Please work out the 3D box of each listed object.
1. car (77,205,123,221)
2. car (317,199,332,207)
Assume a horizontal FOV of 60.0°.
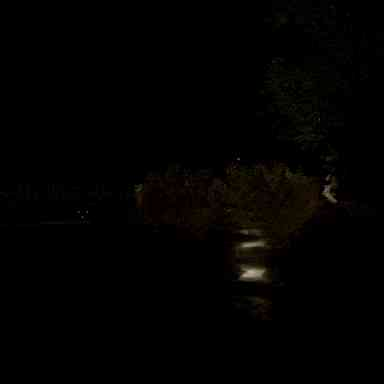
[{"bbox_3d":[-8.033,1.853,30.413,1.895,1.301,4.718,-1,-1,41],"label":"car"},{"bbox_3d":[23.416,2.007,59.504,1.994,1.385,4.181,-1,-1,44],"label":"car"}]
